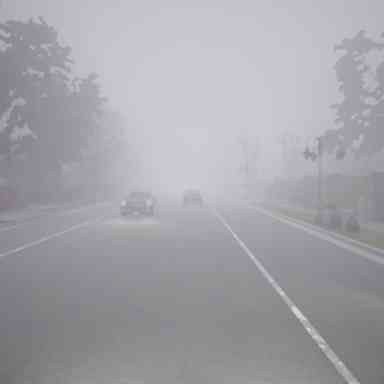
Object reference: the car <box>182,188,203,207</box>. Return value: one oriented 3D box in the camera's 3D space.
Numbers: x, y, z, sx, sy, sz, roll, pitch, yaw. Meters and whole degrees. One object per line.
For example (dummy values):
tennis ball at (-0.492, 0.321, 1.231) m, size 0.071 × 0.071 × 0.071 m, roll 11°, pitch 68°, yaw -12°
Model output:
car at (0.050, 0.550, 32.066) m, size 2.128 × 1.511 × 4.902 m, roll 0°, pitch 2°, yaw 0°

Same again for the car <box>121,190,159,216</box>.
car at (-3.536, 0.676, 23.085) m, size 2.097 × 1.767 × 4.553 m, roll 0°, pitch 2°, yaw 0°

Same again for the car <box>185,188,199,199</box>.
car at (-0.021, 0.150, 46.173) m, size 1.812 × 1.442 × 4.674 m, roll 0°, pitch 2°, yaw 0°
